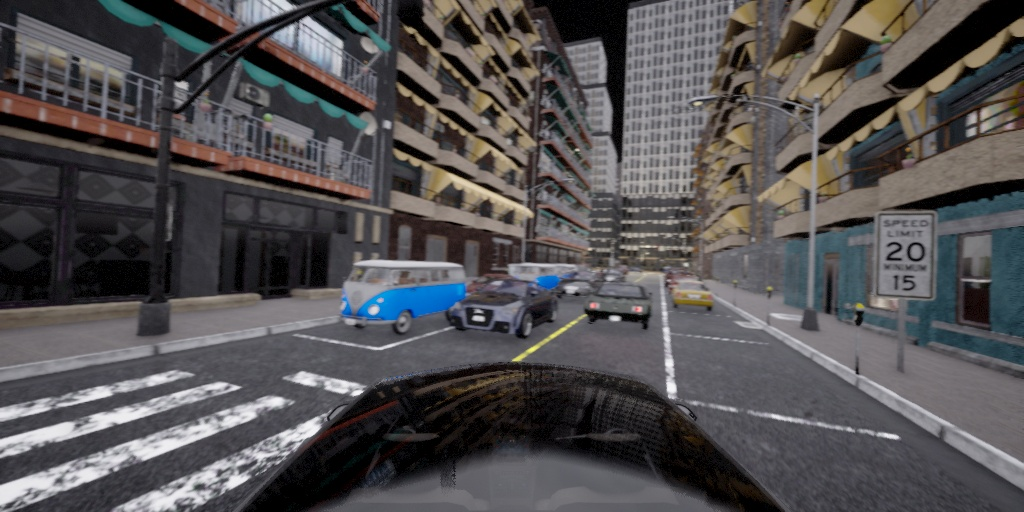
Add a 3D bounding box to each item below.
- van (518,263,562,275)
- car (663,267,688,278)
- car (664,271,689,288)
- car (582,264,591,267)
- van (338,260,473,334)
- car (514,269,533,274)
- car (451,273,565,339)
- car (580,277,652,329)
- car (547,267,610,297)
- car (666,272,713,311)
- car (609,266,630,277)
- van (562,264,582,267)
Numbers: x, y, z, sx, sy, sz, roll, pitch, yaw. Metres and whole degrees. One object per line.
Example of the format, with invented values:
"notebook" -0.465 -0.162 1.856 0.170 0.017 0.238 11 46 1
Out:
"van" 1.405 1.317 20.524 1.690 1.789 3.998 0 0 22
"car" 15.129 1.996 33.157 2.192 1.841 5.009 0 0 22
"car" 10.832 1.935 22.731 1.888 1.381 4.507 0 0 22
"car" 5.701 1.582 30.950 2.192 1.841 5.009 0 0 22
"van" -2.893 1.028 10.098 1.690 1.789 3.998 0 0 22
"car" -0.744 1.414 15.311 1.802 1.307 4.207 0 0 22
"car" -0.044 1.372 10.486 1.994 1.385 4.181 2 -1 22
"car" 3.879 1.593 12.535 1.895 1.301 4.718 2 -1 22
"car" 3.807 1.559 19.818 2.128 1.511 4.902 2 -1 23
"car" 8.749 1.770 17.675 1.751 1.417 4.829 0 0 22
"car" 9.518 1.945 33.613 2.128 1.511 4.902 2 -1 23
"van" 3.553 1.462 25.737 1.690 1.789 3.998 0 0 22
